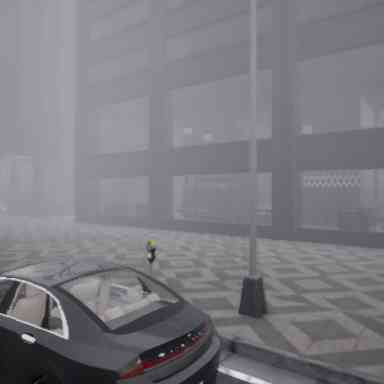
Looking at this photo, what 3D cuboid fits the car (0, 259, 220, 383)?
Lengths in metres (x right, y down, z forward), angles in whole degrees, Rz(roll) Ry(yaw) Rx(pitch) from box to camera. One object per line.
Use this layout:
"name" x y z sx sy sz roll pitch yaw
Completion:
"car" -1.756 1.550 4.216 4.403 1.369 2.008 0 0 36
